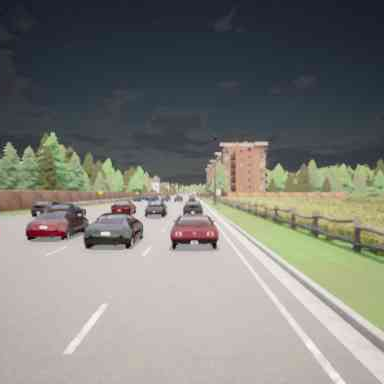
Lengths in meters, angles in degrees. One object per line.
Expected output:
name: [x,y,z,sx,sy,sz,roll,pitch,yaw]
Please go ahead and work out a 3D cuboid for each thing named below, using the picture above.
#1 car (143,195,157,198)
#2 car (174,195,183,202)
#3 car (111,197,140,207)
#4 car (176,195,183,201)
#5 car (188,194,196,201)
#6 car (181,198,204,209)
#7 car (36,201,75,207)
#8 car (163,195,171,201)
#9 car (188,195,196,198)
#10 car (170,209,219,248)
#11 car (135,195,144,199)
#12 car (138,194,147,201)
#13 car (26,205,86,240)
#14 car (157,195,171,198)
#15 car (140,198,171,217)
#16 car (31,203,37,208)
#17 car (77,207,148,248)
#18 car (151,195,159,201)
car: [-10.501,1.759,84.544,1.882,1.535,5.008,0,0,0]
car: [-3.501,1.806,84.544,2.128,1.511,4.902,0,0,0]
car: [-6.902,1.594,33.922,1.882,1.535,5.008,0,0,0]
car: [-3.510,1.652,94.607,1.882,1.535,5.008,0,0,0]
car: [-0.010,1.529,94.588,2.097,1.767,4.553,0,0,0]
car: [0.097,1.616,32.433,1.837,1.490,4.892,0,0,0]
car: [-10.406,1.642,27.439,2.033,1.411,5.357,0,0,0]
car: [-7.010,1.674,94.596,1.837,1.490,4.892,0,0,0]
car: [-0.001,1.876,84.574,1.895,1.301,4.718,0,0,0]
car: [0.099,1.653,14.981,1.895,1.301,4.718,0,0,0]
car: [-14.001,1.821,84.160,2.033,1.411,5.357,0,0,0]
car: [-14.009,1.529,94.546,2.097,1.767,4.553,0,0,0]
car: [-6.901,1.624,17.466,1.994,1.385,4.181,0,0,0]
car: [-7.001,1.805,84.128,2.033,1.411,5.357,0,0,0]
car: [-3.403,1.603,32.367,2.128,1.511,4.902,0,0,0]
car: [-13.903,1.616,32.470,1.837,1.490,4.892,0,0,0]
car: [-3.402,1.616,15.105,1.994,1.385,4.181,0,0,0]
car: [-10.510,1.674,94.586,1.837,1.490,4.892,0,0,0]
